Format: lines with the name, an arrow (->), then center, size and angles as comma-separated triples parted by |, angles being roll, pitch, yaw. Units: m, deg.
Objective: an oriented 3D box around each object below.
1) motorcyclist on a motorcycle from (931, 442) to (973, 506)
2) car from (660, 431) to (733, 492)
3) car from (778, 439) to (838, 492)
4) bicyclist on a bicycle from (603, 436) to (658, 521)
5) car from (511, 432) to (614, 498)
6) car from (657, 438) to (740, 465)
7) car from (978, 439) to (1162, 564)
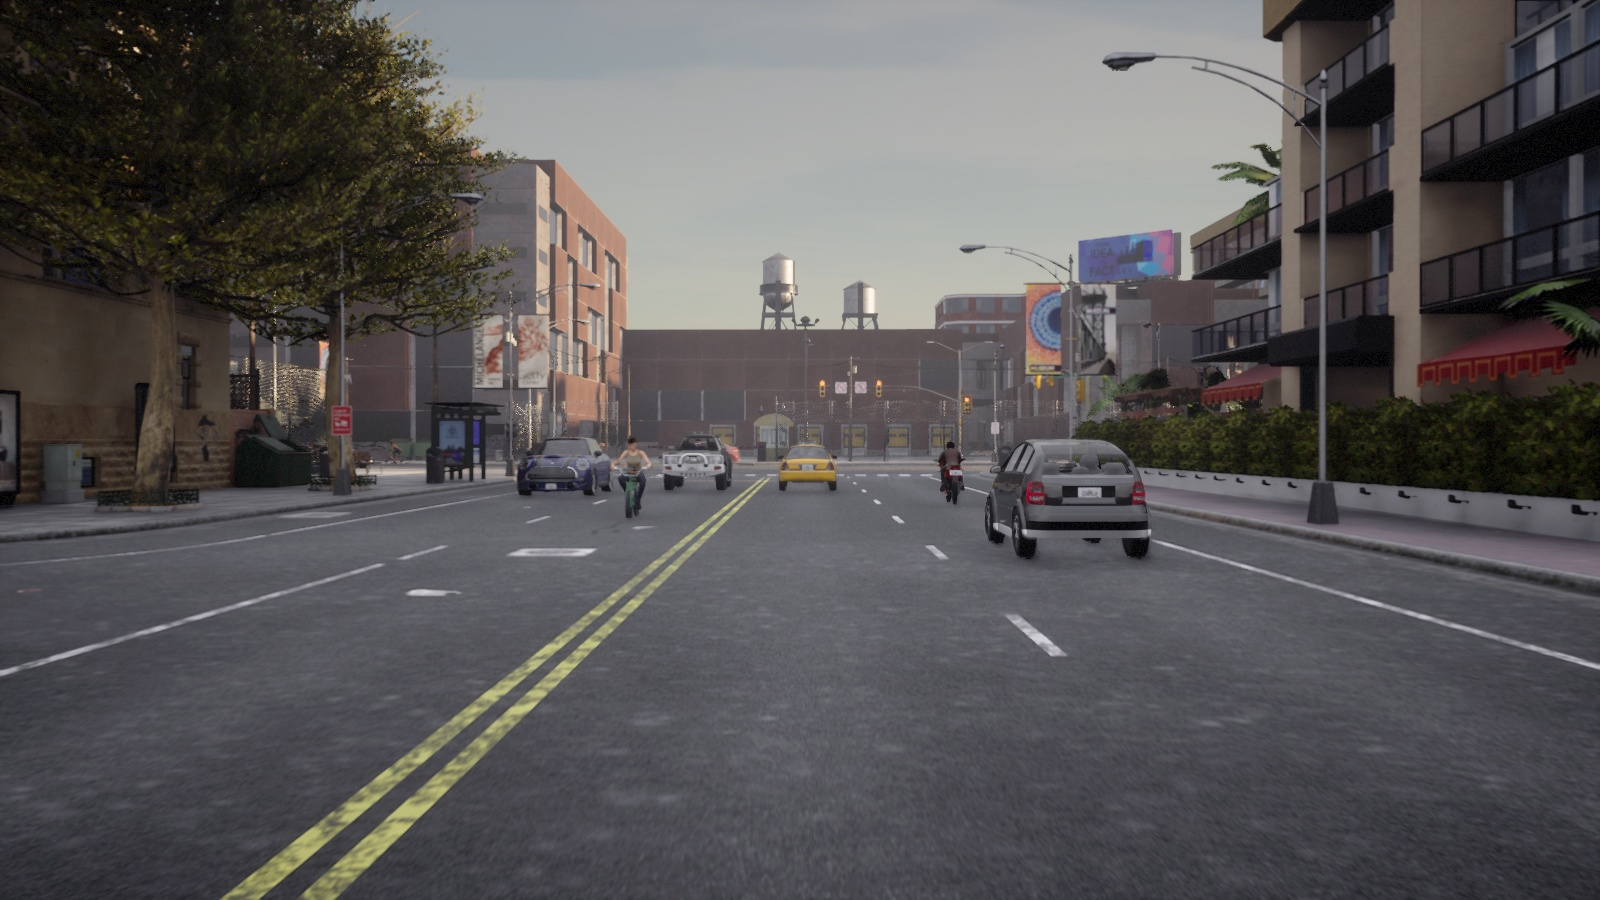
motorcyclist on a motorcycle -> 3.689, 0.558, 30.681 | 0.797, 1.523, 2.044 | 0, 0, 0
car -> -3.257, 0.333, 40.295 | 1.932, 1.855, 4.605 | 0, 0, 0
car -> 0.243, 0.458, 40.319 | 1.801, 1.575, 5.366 | 0, 0, 0
bicyclist on a bicycle -> -3.330, 0.541, 24.756 | 0.866, 1.612, 1.509 | 0, 0, 1
car -> -6.779, 0.395, 36.314 | 2.097, 1.767, 4.553 | 0, 0, 0
car -> -6.194, 0.088, 76.532 | 5.027, 1.651, 2.152 | 0, 0, -6
car -> 3.614, 0.630, 17.446 | 1.789, 1.549, 3.705 | 0, 0, 0
